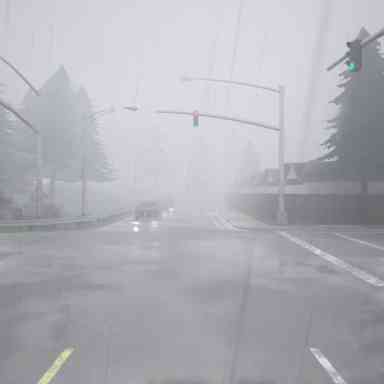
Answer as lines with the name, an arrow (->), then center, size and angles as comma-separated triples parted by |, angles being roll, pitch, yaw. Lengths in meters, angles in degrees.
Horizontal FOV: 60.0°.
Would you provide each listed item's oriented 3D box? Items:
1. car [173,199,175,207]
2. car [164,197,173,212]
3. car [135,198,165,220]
car -> -3.515, 1.504, 48.307 | 1.837, 1.490, 4.892 | 0, 0, 2
car -> -3.599, 1.564, 37.952 | 1.994, 1.385, 4.181 | 0, 0, 0
car -> -3.603, 1.505, 28.038 | 1.837, 1.490, 4.892 | 0, 0, 0
